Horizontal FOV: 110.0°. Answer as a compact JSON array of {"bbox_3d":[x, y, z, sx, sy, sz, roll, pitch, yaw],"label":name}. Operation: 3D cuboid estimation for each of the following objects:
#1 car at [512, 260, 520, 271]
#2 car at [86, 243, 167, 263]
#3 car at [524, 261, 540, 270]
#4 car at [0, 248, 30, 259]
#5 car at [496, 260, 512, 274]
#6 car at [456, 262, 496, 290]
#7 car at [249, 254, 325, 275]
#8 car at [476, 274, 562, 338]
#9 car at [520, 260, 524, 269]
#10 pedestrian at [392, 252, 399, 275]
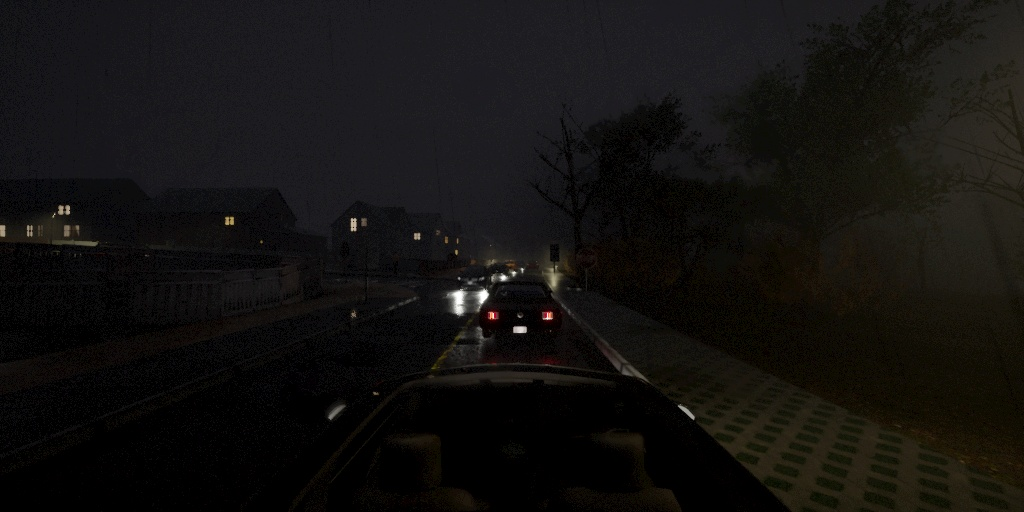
[{"bbox_3d":[-0.334,1.370,51.001,1.882,1.535,5.008,0,0,6],"label":"car"},{"bbox_3d":[-24.104,0.016,22.740,4.553,1.767,2.097,3,0,1],"label":"car"},{"bbox_3d":[3.475,1.519,58.948,1.994,1.385,4.181,0,0,7],"label":"car"},{"bbox_3d":[-34.092,-0.331,22.949,5.008,1.535,1.882,3,0,1],"label":"car"},{"bbox_3d":[-1.401,1.385,38.866,1.994,1.385,4.181,0,0,4],"label":"car"},{"bbox_3d":[-2.339,1.304,23.158,1.812,1.442,4.674,0,0,2],"label":"car"},{"bbox_3d":[-14.272,0.655,22.534,4.674,1.442,1.812,3,0,1],"label":"car"},{"bbox_3d":[0.215,1.357,10.192,1.895,1.301,4.718,0,0,1],"label":"car"},{"bbox_3d":[1.337,1.534,65.454,1.812,1.442,4.674,0,-1,8],"label":"car"},{"bbox_3d":[-9.172,0.552,28.297,0.375,1.860,0.375,0,-3,1],"label":"pedestrian"}]
